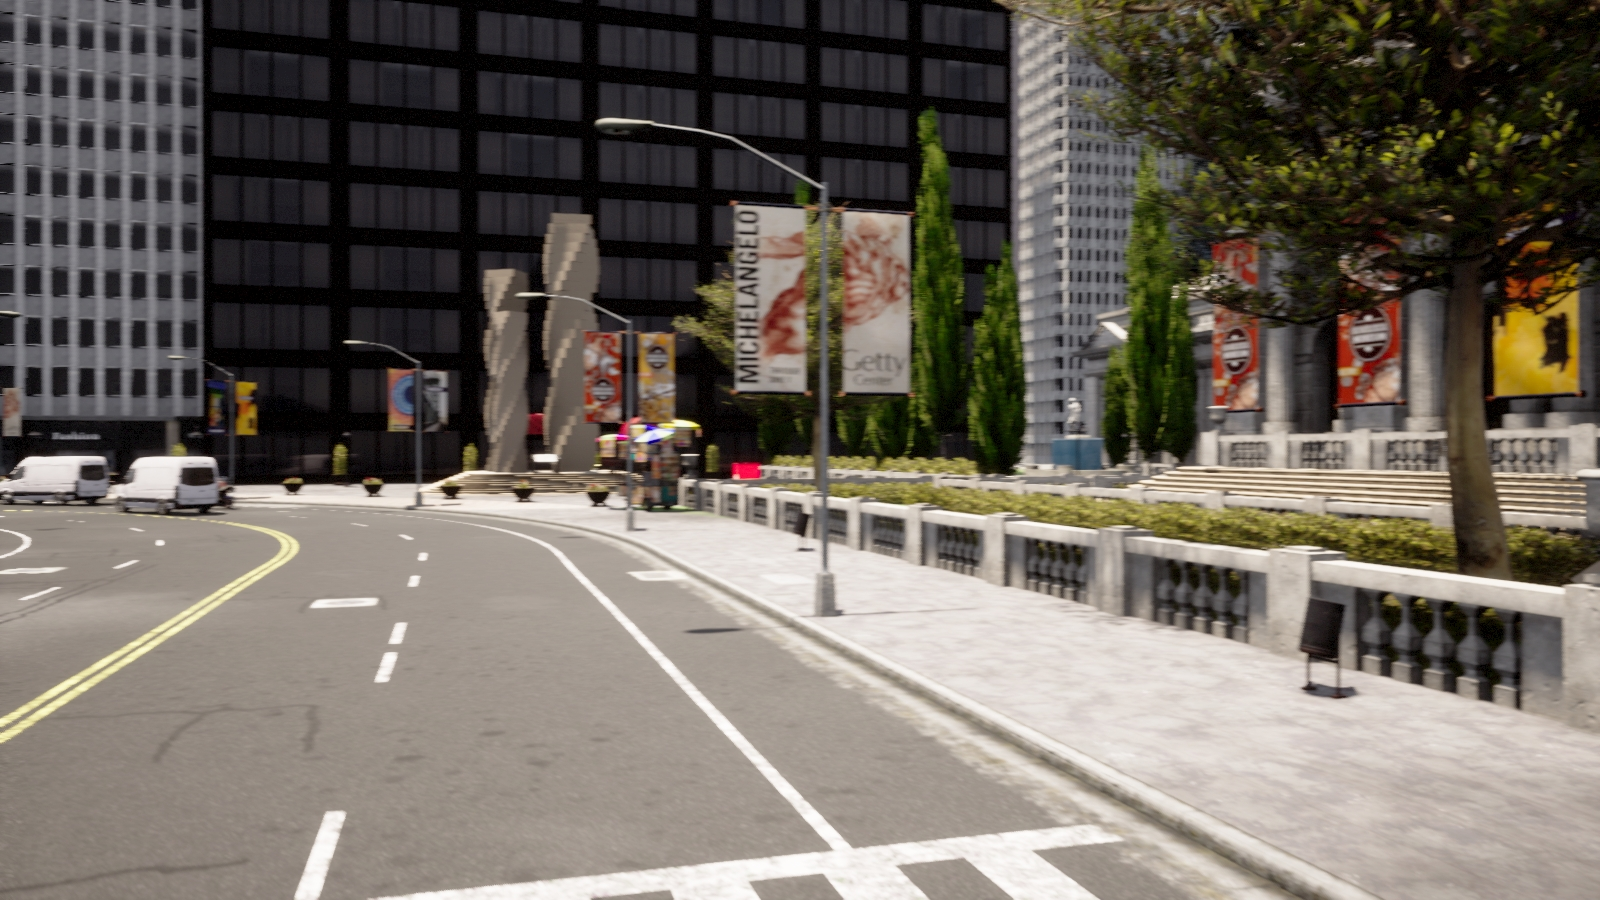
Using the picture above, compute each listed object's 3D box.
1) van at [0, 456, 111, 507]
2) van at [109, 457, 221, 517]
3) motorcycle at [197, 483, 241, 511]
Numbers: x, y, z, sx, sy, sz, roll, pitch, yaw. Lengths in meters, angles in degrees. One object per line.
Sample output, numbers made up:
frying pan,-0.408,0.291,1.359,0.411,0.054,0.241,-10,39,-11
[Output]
van,-39.435,1.621,60.184,5.915,2.561,1.988,0,0,18
van,-28.750,1.597,51.664,5.915,2.561,1.988,0,0,34
motorcycle,-28.141,2.266,55.351,2.209,1.251,0.867,0,0,32
